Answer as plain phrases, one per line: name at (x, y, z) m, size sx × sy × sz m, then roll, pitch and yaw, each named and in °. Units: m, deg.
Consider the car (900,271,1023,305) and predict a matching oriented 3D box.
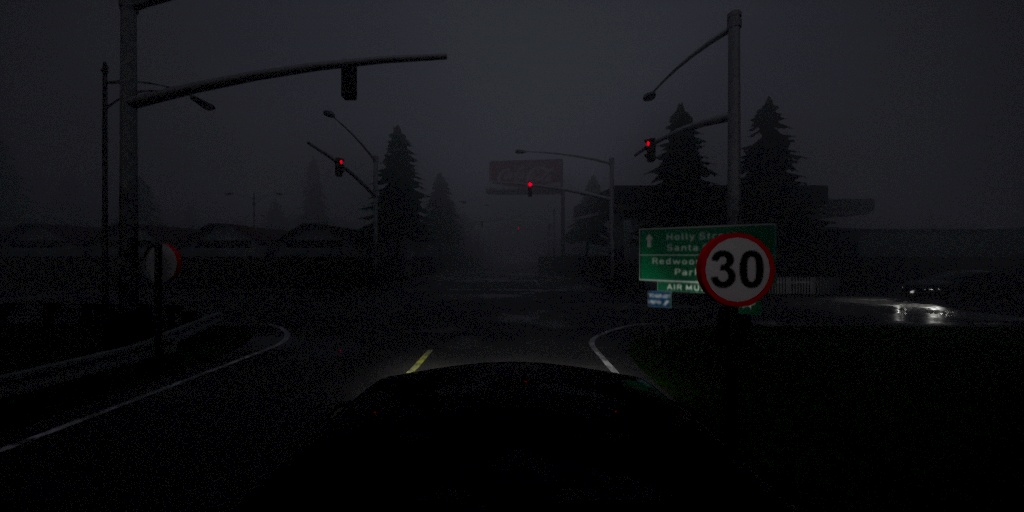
car at (21.280, 1.440, 16.867) m, size 4.892 × 1.490 × 1.837 m, roll 0°, pitch 0°, yaw 1°
